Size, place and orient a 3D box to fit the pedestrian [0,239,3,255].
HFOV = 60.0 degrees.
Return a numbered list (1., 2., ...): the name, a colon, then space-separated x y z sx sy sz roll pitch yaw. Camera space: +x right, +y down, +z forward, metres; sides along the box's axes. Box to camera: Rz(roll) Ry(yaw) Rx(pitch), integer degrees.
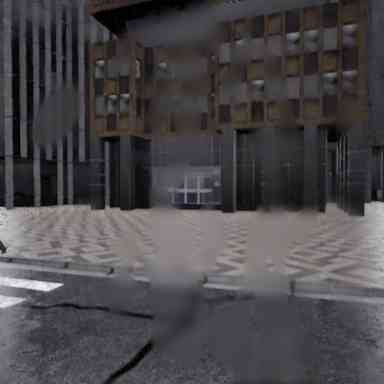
1. pedestrian: -6.088 1.009 10.006 0.375 1.860 0.375 0 1 19
